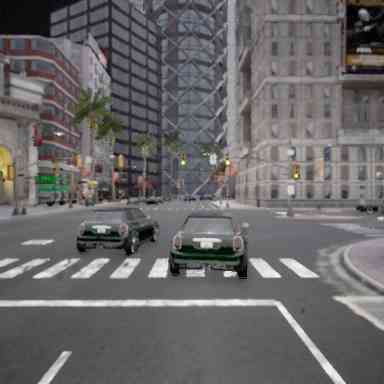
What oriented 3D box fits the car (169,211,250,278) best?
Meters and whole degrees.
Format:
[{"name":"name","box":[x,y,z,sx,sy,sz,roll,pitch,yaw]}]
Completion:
[{"name":"car","box":[0.732,1.376,10.573,2.097,1.767,4.553,0,0,9]}]

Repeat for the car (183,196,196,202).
[{"name":"car","box":[-0.594,1.748,86.917,2.033,1.411,5.357,0,0,22]}]

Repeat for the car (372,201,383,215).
[{"name":"car","box":[20.957,1.604,33.000,4.674,1.442,1.812,0,0,0]}]

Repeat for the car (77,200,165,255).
[{"name":"car","box":[-2.839,1.386,13.813,2.097,1.767,4.553,0,0,9]}]

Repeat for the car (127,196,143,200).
[{"name":"car","box":[-10.524,1.648,59.856,1.837,1.490,4.892,0,0,0]}]

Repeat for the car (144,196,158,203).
[{"name":"car","box":[-9.764,1.717,79.897,2.128,1.511,4.902,0,0,10]}]

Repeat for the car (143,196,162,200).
[{"name":"car","box":[-7.024,1.744,59.841,1.895,1.301,4.718,0,0,0]}]

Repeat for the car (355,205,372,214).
[{"name":"car","box":[20.612,1.688,36.498,4.718,1.301,1.895,0,0,0]}]

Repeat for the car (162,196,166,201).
[{"name":"car","box":[-7.020,1.667,69.543,1.837,1.490,4.892,0,0,0]}]

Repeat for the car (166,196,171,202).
[{"name":"car","box":[-6.266,1.743,79.543,1.994,1.385,4.181,0,0,10]}]
